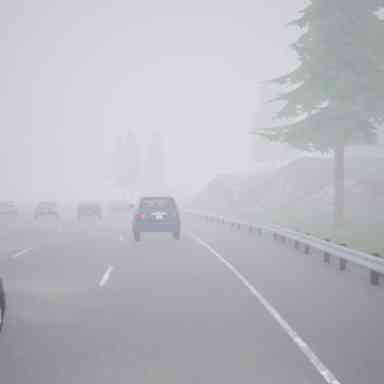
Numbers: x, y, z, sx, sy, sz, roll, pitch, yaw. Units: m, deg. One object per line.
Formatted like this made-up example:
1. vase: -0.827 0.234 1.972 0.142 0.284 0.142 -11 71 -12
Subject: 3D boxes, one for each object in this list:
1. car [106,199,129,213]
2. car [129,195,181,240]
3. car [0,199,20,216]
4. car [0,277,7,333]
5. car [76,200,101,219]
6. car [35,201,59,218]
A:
1. car: -7.798 1.471 35.309 2.033 1.411 5.357 0 0 -23
2. car: -1.962 1.176 17.099 2.150 2.045 5.566 0 0 -12
3. car: -17.822 1.453 32.061 1.882 1.535 5.008 0 0 -24
4. car: -3.735 1.483 3.184 1.882 1.535 5.008 0 0 -3
5. car: -9.043 1.425 29.074 1.882 1.535 5.008 0 0 -20
6. car: -12.895 1.510 29.594 2.033 1.411 5.357 0 0 -22
